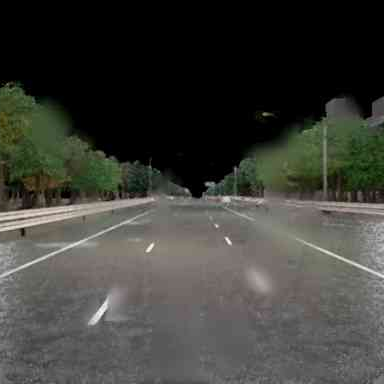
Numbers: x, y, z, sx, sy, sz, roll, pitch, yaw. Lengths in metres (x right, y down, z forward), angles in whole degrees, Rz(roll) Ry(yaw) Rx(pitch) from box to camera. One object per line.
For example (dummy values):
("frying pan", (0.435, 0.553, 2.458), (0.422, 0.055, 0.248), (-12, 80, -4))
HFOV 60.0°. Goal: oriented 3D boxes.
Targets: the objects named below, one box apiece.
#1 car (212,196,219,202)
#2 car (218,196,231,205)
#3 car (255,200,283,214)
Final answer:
("car", (7.030, 1.721, 84.634), (2.097, 1.767, 4.553), (0, 0, 0))
("car", (6.999, 1.794, 68.591), (1.812, 1.442, 4.674), (0, 0, 0))
("car", (8.736, 1.674, 38.317), (2.128, 1.511, 4.902), (0, 0, -9))
